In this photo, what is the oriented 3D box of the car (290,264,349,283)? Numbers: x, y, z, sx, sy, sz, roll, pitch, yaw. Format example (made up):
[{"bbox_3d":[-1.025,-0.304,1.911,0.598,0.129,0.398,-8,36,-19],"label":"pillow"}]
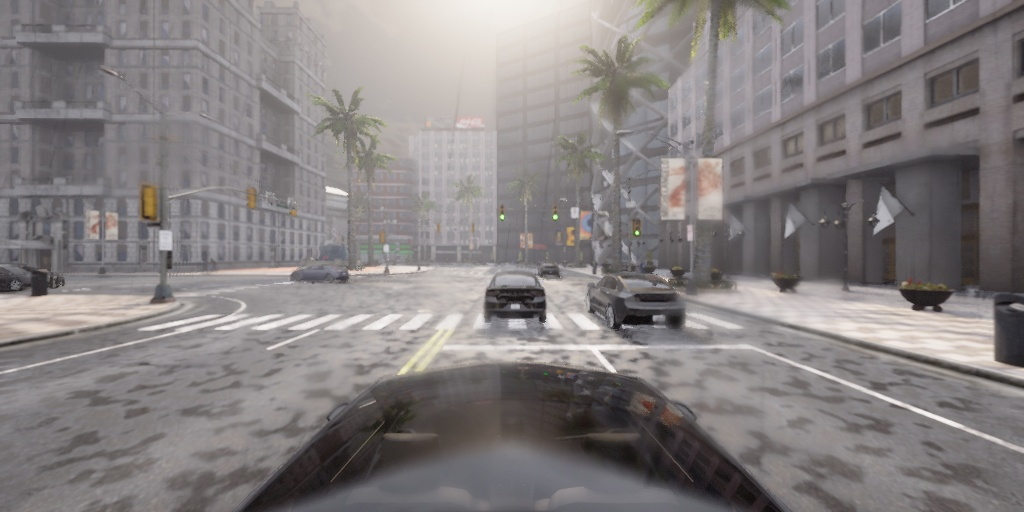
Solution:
[{"bbox_3d":[-14.975,1.341,27.998,4.181,1.385,1.994,0,0,7],"label":"car"}]

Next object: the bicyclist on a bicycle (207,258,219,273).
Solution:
[{"bbox_3d":[-32.670,1.089,39.201,0.582,1.620,1.656,0,0,0],"label":"bicyclist on a bicycle"}]

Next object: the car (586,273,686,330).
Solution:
[{"bbox_3d":[3.597,1.266,11.184,1.837,1.490,4.892,0,0,0],"label":"car"}]

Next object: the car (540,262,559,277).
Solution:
[{"bbox_3d":[3.607,1.291,35.921,1.837,1.490,4.892,0,0,0],"label":"car"}]

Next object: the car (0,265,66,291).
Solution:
[{"bbox_3d":[-29.631,1.275,21.226,4.892,1.490,1.837,0,0,0],"label":"car"}]

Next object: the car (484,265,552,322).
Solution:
[{"bbox_3d":[0.099,1.239,12.417,1.882,1.535,5.008,0,0,0],"label":"car"}]
